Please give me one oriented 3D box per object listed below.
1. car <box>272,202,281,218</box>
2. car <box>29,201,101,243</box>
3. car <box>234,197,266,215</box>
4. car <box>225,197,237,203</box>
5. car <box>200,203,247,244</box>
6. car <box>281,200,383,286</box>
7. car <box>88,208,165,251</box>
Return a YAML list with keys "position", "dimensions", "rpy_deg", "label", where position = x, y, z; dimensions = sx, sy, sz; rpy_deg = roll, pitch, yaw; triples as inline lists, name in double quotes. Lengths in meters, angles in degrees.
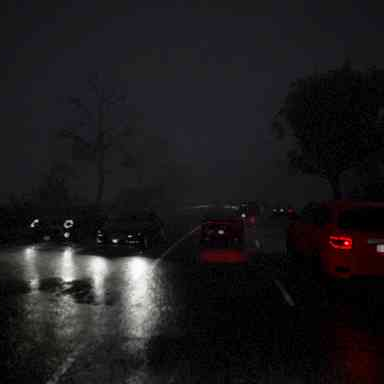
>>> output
- position: [8.259, 1.607, 30.323]
  dimensions: [2.033, 1.411, 5.357]
  rpy_deg: [0, 0, 17]
  label: "car"
- position: [-5.718, 1.349, 16.069]
  dimensions: [2.097, 1.767, 4.553]
  rpy_deg: [0, 0, 9]
  label: "car"
- position: [6.268, 1.546, 35.421]
  dimensions: [2.128, 1.511, 4.902]
  rpy_deg: [0, 0, 18]
  label: "car"
- position: [7.346, 1.613, 56.080]
  dimensions: [2.033, 1.411, 5.357]
  rpy_deg: [0, 0, 28]
  label: "car"
- position: [1.544, 1.498, 16.057]
  dimensions: [1.882, 1.535, 5.008]
  rpy_deg: [0, 0, 8]
  label: "car"
- position: [4.225, 1.245, 9.532]
  dimensions: [2.150, 2.045, 5.566]
  rpy_deg: [0, 0, 6]
  label: "car"
- position: [-2.436, 1.511, 14.344]
  dimensions: [1.837, 1.490, 4.892]
  rpy_deg: [0, 0, 8]
  label: "car"
